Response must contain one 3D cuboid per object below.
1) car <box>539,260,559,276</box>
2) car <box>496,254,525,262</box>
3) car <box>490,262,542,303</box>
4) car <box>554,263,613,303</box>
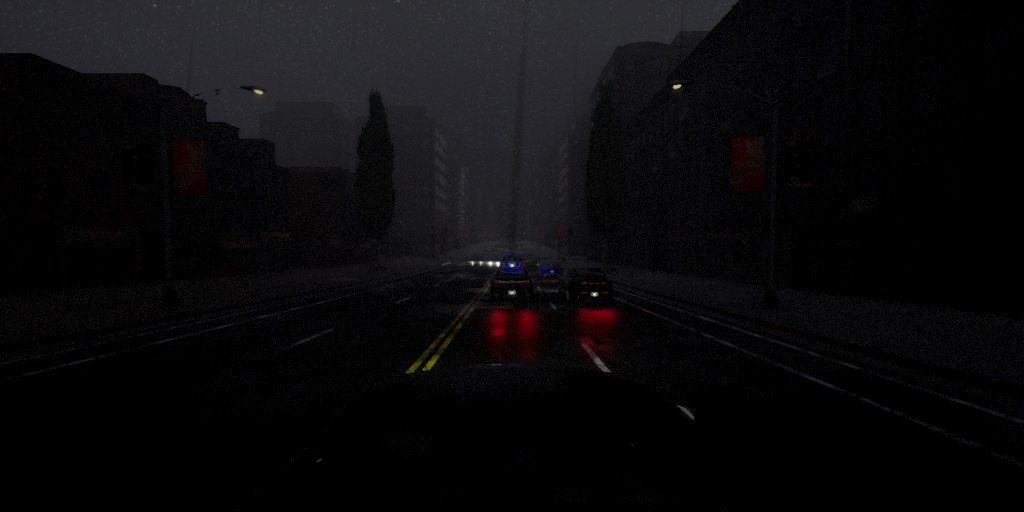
[{"bbox_3d":[3.251,1.080,31.507,1.882,1.535,5.008,0,1,0],"label":"car"},{"bbox_3d":[0.001,0.852,31.532,2.150,2.045,5.566,0,1,0],"label":"car"},{"bbox_3d":[0.000,1.223,16.507,2.128,1.511,4.902,0,0,0],"label":"car"},{"bbox_3d":[3.250,1.244,16.508,1.837,1.490,4.892,0,0,0],"label":"car"}]
